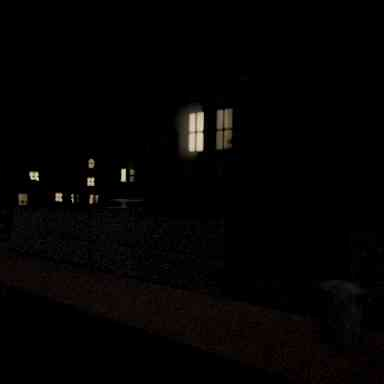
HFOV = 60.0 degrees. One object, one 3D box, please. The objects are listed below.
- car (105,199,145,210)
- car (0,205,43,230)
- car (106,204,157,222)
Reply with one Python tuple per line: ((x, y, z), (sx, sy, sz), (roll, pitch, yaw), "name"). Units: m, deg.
((-4.571, 1.621, 27.267), (2.150, 2.045, 5.566), (2, 0, 37), "car")
((-11.634, 1.625, 22.573), (1.882, 1.535, 5.008), (2, 0, 37), "car")
((-5.505, 1.899, 30.866), (1.812, 1.442, 4.674), (2, 0, 36), "car")
